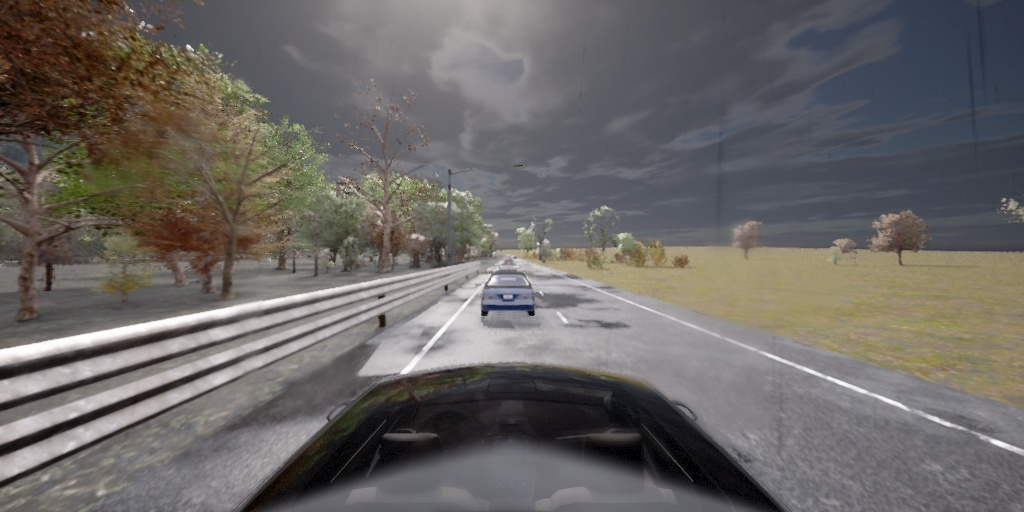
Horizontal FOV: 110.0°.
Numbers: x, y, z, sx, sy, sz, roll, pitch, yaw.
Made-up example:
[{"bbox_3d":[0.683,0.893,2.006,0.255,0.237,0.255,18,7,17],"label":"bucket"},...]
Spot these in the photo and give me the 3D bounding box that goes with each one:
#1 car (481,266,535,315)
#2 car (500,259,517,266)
[{"bbox_3d":[-0.140,1.287,13.452,2.033,1.411,5.357,0,0,0],"label":"car"},{"bbox_3d":[-0.358,1.320,39.483,1.895,1.301,4.718,0,0,0],"label":"car"}]
